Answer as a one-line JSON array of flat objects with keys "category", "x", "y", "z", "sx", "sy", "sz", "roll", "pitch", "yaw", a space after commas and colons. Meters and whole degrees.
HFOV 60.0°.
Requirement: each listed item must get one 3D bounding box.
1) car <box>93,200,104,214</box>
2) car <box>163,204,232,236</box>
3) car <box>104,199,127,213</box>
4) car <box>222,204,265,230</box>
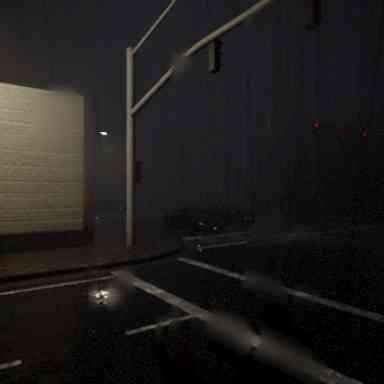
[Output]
[{"category": "car", "x": -11.311, "y": 1.626, "z": 35.129, "sx": 1.994, "sy": 1.385, "sz": 4.181, "roll": 0, "pitch": 0, "yaw": -35}, {"category": "car", "x": -0.035, "y": 1.589, "z": 19.056, "sx": 1.812, "sy": 1.442, "sz": 4.674, "roll": 0, "pitch": 0, "yaw": -32}, {"category": "car", "x": -9.113, "y": 1.557, "z": 38.081, "sx": 2.128, "sy": 1.511, "sz": 4.902, "roll": 0, "pitch": 0, "yaw": -35}, {"category": "car", "x": 2.589, "y": 1.557, "z": 21.667, "sx": 2.128, "sy": 1.511, "sz": 4.902, "roll": 0, "pitch": 0, "yaw": -36}]
